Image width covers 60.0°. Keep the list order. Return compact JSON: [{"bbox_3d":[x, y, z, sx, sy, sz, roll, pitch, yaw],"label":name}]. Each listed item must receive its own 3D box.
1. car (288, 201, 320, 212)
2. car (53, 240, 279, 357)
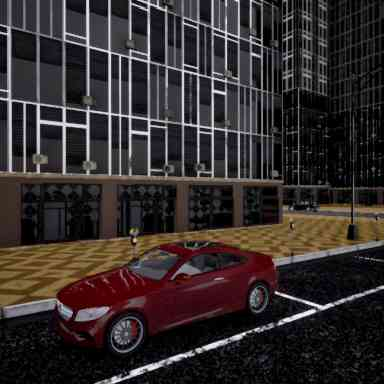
[{"bbox_3d":[15.182,1.899,45.290,2.008,1.369,4.403,-1,0,-36],"label":"car"},{"bbox_3d":[-0.209,1.582,5.951,4.206,1.307,1.802,0,0,-35],"label":"car"}]
